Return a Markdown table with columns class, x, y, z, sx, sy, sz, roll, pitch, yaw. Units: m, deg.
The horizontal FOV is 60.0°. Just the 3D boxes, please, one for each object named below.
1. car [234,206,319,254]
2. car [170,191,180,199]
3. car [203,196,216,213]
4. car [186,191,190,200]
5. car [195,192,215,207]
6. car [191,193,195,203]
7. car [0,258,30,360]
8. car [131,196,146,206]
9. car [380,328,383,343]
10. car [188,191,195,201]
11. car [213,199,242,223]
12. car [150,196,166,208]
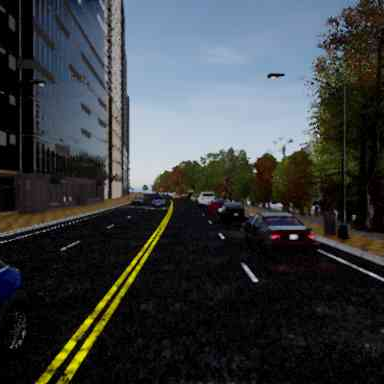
| class | x | y | z | sx | sy | sz | roll | pitch | yaw |
| --- | --- | --- | --- | --- | --- | --- | --- | --- | --- |
| car | 3.235 | 1.495 | 13.291 | 2.033 | 1.411 | 5.357 | 0 | 0 | -2 |
| car | -4.200 | 1.079 | 88.067 | 1.882 | 1.535 | 5.008 | 0 | 0 | -5 |
| car | 2.550 | 1.422 | 35.446 | 1.994 | 1.385 | 4.181 | 0 | 0 | -2 |
| car | -0.181 | 0.875 | 79.613 | 2.150 | 2.045 | 5.566 | 0 | 0 | -5 |
| car | 2.059 | 1.032 | 46.520 | 2.150 | 2.045 | 5.566 | 0 | 0 | -3 |
| car | 1.442 | 1.360 | 57.561 | 1.895 | 1.301 | 4.718 | 0 | 0 | -4 |
| car | -3.374 | 1.342 | 2.863 | 2.097 | 1.767 | 4.553 | 0 | 0 | 0 |
| car | -7.942 | 1.350 | 49.711 | 2.033 | 1.411 | 5.357 | 0 | 0 | -3 |
| car | 3.336 | 1.538 | 1.781 | 2.033 | 1.411 | 5.357 | 0 | 0 | 0 |
| car | 0.683 | 1.163 | 68.752 | 1.801 | 1.575 | 5.366 | 0 | 0 | -4 |
| car | 2.912 | 1.468 | 24.395 | 1.994 | 1.385 | 4.181 | 0 | 0 | -2 |
| car | -4.480 | 1.346 | 45.159 | 1.812 | 1.442 | 4.674 | 0 | 0 | -3 |
